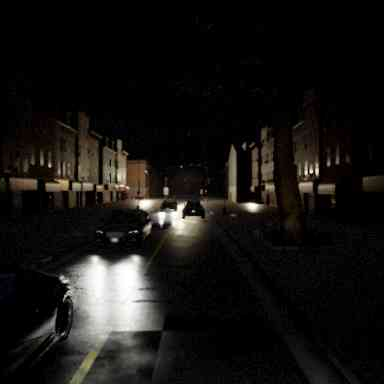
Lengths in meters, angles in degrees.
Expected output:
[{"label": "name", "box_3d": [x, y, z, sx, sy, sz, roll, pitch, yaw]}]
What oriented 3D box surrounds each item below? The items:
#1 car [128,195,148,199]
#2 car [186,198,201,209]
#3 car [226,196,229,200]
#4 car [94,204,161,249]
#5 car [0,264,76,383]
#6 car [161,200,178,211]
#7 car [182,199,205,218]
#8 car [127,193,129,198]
[{"label": "car", "box_3d": [-14.507, 1.402, 92.331, 4.507, 1.381, 1.887, 0, 0, 0]}, {"label": "car", "box_3d": [0.173, 1.571, 44.740, 1.895, 1.301, 4.718, 0, 0, 0]}, {"label": "car", "box_3d": [11.904, 1.377, 92.324, 5.009, 1.841, 2.192, 0, -1, 0]}, {"label": "car", "box_3d": [-2.814, 1.482, 14.581, 2.128, 1.511, 4.902, 0, 0, 0]}, {"label": "car", "box_3d": [-2.845, 1.561, 3.648, 1.994, 1.385, 4.181, 0, 0, 0]}, {"label": "car", "box_3d": [-2.690, 1.574, 39.623, 1.895, 1.301, 4.718, 0, 0, 1]}, {"label": "car", "box_3d": [0.134, 1.546, 29.476, 1.994, 1.385, 4.181, 0, 0, 1]}, {"label": "car", "box_3d": [-19.939, 1.133, 92.335, 5.009, 1.841, 2.192, 0, 0, 0]}]
